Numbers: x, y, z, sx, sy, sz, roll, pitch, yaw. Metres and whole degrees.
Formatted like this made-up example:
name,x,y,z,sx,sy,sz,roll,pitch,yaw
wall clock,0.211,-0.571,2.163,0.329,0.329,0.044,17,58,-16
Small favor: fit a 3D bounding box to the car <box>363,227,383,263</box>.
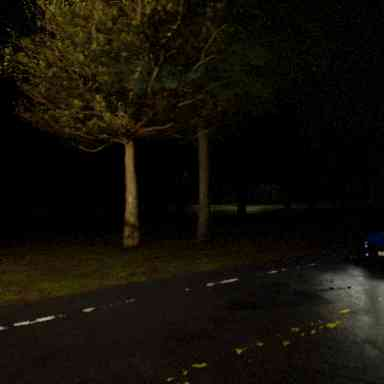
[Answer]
name,x,y,z,sx,sy,sz,roll,pitch,yaw
car,8.031,1.626,11.623,5.008,1.535,1.882,0,-2,-31
